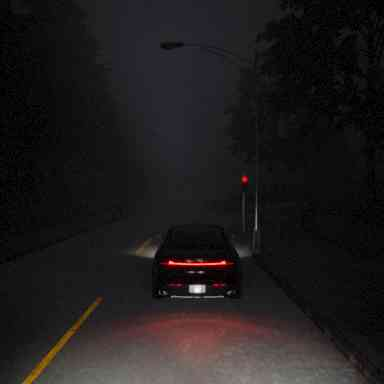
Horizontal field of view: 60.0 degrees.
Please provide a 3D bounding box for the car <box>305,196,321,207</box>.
[{"bbox_3d":[15.801,1.300,45.005,1.994,1.381,4.181,0,0,0],"label":"car"}]

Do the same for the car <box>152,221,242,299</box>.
[{"bbox_3d":[0.100,1.505,8.439,1.837,1.490,4.892,0,0,0],"label":"car"}]
